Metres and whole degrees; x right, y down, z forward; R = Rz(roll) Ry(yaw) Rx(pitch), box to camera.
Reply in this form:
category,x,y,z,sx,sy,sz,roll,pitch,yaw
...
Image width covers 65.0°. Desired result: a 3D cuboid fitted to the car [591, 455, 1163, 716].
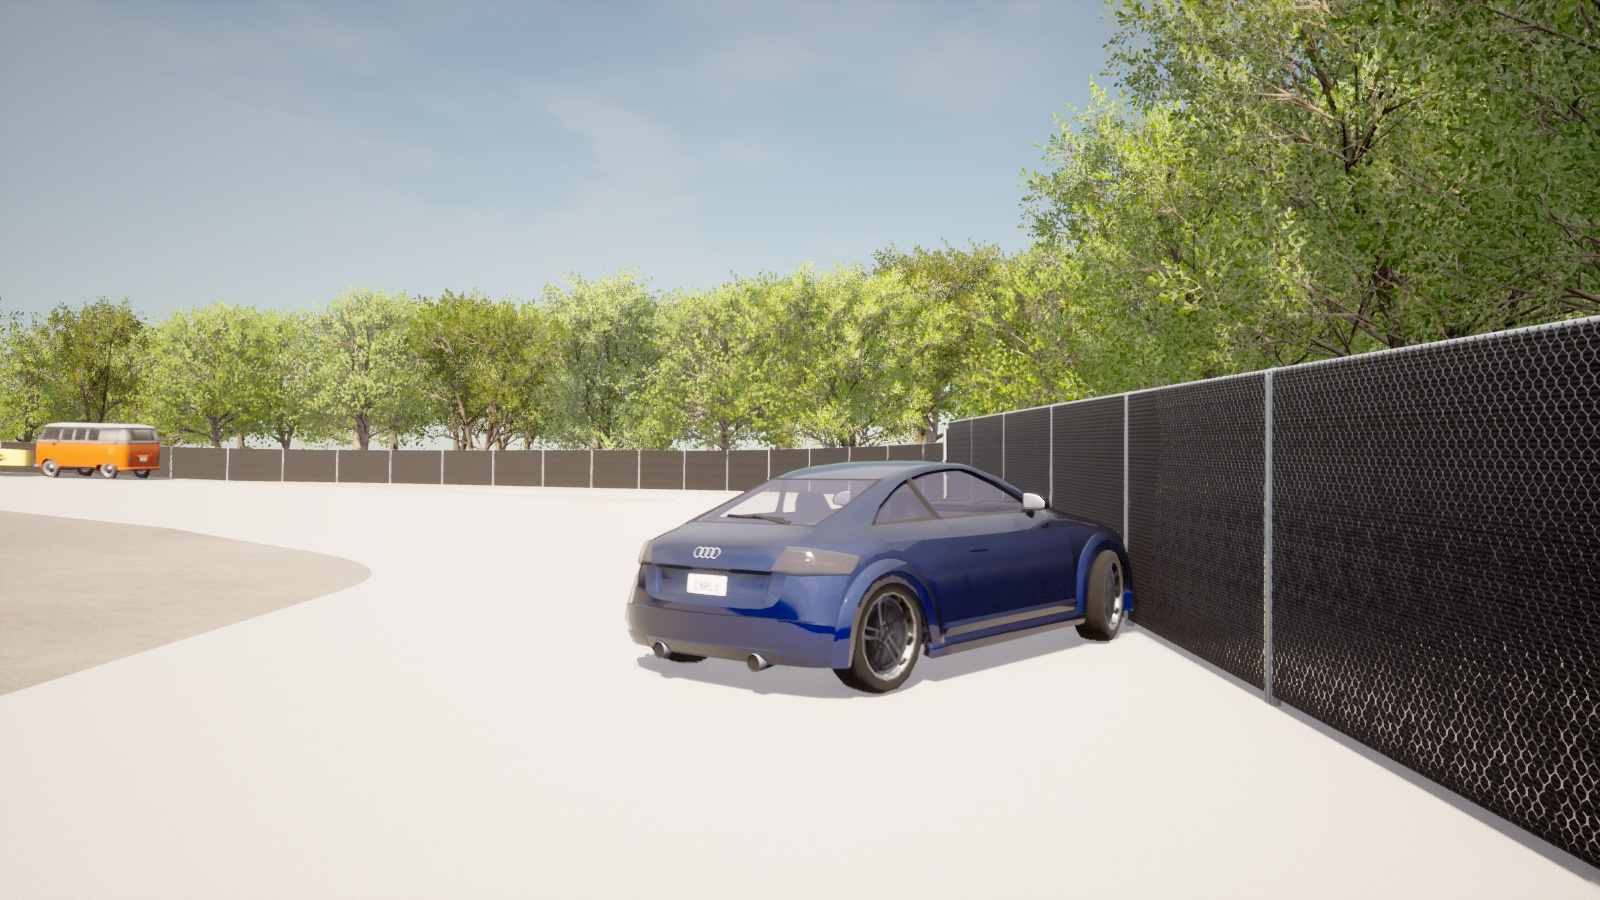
category,x,y,z,sx,sy,sz,roll,pitch,yaw
car,0.767,0.765,9.161,1.994,1.385,4.181,-1,0,41

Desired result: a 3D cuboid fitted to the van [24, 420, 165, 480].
category,x,y,z,sx,sy,sz,roll,pitch,yaw
van,-25.244,-0.021,44.980,4.442,1.987,1.775,1,1,16
